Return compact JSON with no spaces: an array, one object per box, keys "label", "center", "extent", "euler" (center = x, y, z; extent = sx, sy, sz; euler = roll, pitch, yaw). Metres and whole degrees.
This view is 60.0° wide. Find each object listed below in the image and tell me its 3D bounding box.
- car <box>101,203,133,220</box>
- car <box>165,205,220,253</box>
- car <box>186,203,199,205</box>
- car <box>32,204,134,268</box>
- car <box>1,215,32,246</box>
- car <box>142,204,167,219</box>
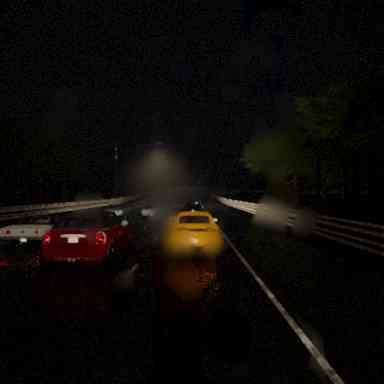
[{"label":"car","center":[-6.913,1.757,31.143],"extent":[1.895,1.301,4.718],"euler":[0,0,0]},{"label":"car","center":[0.089,1.564,14.113],"extent":[1.882,1.535,5.008],"euler":[0,0,0]},{"label":"car","center":[0.087,1.726,33.105],"extent":[1.994,1.385,4.181],"euler":[0,0,0]},{"label":"car","center":[-3.415,1.424,11.726],"extent":[2.097,1.767,4.553],"euler":[0,0,0]},{"label":"car","center":[-6.907,1.696,15.874],"extent":[1.895,1.301,4.718],"euler":[0,0,0]},{"label":"car","center":[-3.414,1.757,31.141],"extent":[1.895,1.301,4.718],"euler":[0,0,0]}]
